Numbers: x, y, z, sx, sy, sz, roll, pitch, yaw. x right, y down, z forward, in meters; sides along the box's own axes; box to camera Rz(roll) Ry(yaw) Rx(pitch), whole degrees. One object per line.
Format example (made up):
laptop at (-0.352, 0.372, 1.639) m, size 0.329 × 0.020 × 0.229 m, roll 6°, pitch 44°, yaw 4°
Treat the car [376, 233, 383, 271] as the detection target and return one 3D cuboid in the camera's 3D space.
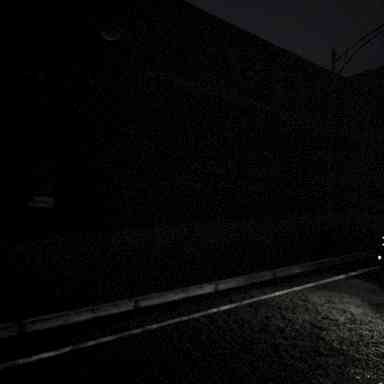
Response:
car at (7.418, 1.232, 9.283) m, size 5.566 × 2.045 × 2.150 m, roll 0°, pitch 0°, yaw -35°
